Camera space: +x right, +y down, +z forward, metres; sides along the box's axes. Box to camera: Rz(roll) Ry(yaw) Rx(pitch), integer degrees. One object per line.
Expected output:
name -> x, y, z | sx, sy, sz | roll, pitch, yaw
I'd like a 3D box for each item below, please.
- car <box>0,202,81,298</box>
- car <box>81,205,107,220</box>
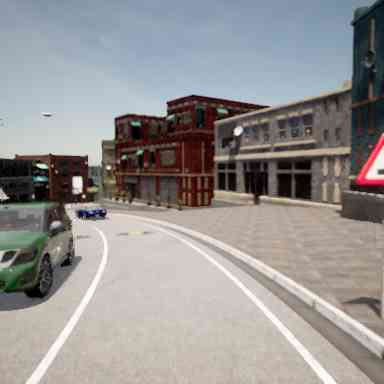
car -> -4.586, 1.316, 8.851 | 2.150, 2.045, 5.566 | -1, -1, -11
car -> -9.882, 1.913, 32.324 | 1.895, 1.301, 4.718 | -3, 1, -33
